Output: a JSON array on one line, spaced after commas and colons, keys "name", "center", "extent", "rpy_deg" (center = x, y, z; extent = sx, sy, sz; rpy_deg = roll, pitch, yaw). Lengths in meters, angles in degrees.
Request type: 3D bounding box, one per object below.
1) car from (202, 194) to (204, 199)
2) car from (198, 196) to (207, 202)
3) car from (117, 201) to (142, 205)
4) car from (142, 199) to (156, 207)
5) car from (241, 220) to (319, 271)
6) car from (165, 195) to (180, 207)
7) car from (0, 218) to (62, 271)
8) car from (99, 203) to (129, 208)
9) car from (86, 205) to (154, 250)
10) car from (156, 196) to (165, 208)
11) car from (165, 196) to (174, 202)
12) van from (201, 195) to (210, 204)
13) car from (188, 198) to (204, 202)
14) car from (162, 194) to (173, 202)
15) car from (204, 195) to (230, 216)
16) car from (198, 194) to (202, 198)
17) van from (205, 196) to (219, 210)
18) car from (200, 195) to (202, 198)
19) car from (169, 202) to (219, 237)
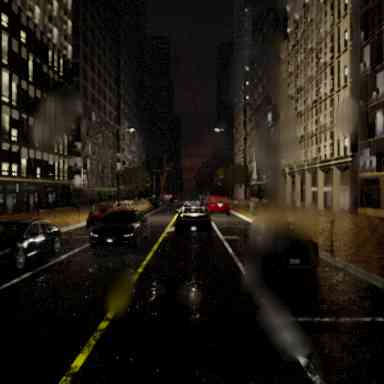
[{"name": "car", "center": [2.663, 1.402, 39.258], "extent": [2.192, 1.841, 5.009], "rpy_deg": [-1, 0, 0]}, {"name": "car", "center": [2.647, 1.731, 84.726], "extent": [2.008, 1.369, 4.403], "rpy_deg": [-1, 0, 0]}, {"name": "car", "center": [-5.711, 1.503, 27.886], "extent": [1.967, 1.590, 4.097], "rpy_deg": [-1, 0, 0]}, {"name": "car", "center": [-5.715, 1.613, 39.084], "extent": [1.752, 1.417, 4.829], "rpy_deg": [-1, 0, 0]}, {"name": "car", "center": [2.677, 1.575, 10.838], "extent": [2.008, 1.369, 4.403], "rpy_deg": [-1, 0, 0]}, {"name": "car", "center": [-3.024, 1.627, 54.995], "extent": [1.837, 1.490, 4.892], "rpy_deg": [0, -1, 0]}, {"name": "car", "center": [-5.703, 1.576, 10.835], "extent": [2.008, 1.369, 4.403], "rpy_deg": [-1, 0, 0]}, {"name": "car", "center": [-5.708, 1.632, 22.202], "extent": [1.802, 1.307, 4.206], "rpy_deg": [-1, 0, 0]}, {"name": "car", "center": [-3.007, 1.538, 14.579], "extent": [1.837, 1.490, 4.892], "rpy_deg": [0, 0, 0]}, {"name": "car", "center": [-5.720, 1.678, 50.621], "extent": [1.947, 1.339, 4.313], "rpy_deg": [-1, 0, 0]}, {"name": "car", "center": [-5.734, 1.763, 84.723], "extent": [1.802, 1.307, 4.206], "rpy_deg": [-1, 0, 0]}, {"name": "van", "center": [2.652, 1.487, 67.675], "extent": [1.690, 1.788, 3.998], "rpy_deg": [-1, 0, 0]}, {"name": "car", "center": [0.082, 1.684, 37.434], "extent": [1.895, 1.301, 4.718], "rpy_deg": [0, 0, 0]}, {"name": "car", "center": [-5.734, 1.485, 79.039], "extent": [2.192, 1.841, 5.009], "rpy_deg": [-1, 0, 0]}, {"name": "car", "center": [2.665, 1.389, 33.574], "extent": [2.192, 1.841, 5.009], "rpy_deg": [-1, 0, 0]}, {"name": "car", "center": [2.655, 1.574, 61.992], "extent": [1.967, 1.590, 4.097], "rpy_deg": [-1, 0, 0]}, {"name": "van", "center": [2.661, 1.440, 44.941], "extent": [1.690, 1.788, 3.998], "rpy_deg": [-1, 0, 0]}, {"name": "car", "center": [2.660, 1.551, 50.624], "extent": [1.967, 1.590, 4.097], "rpy_deg": [-1, 0, 0]}, {"name": "car", "center": [0.084, 1.532, 18.274], "extent": [2.128, 1.511, 4.902], "rpy_deg": [0, 0, 0]}]
